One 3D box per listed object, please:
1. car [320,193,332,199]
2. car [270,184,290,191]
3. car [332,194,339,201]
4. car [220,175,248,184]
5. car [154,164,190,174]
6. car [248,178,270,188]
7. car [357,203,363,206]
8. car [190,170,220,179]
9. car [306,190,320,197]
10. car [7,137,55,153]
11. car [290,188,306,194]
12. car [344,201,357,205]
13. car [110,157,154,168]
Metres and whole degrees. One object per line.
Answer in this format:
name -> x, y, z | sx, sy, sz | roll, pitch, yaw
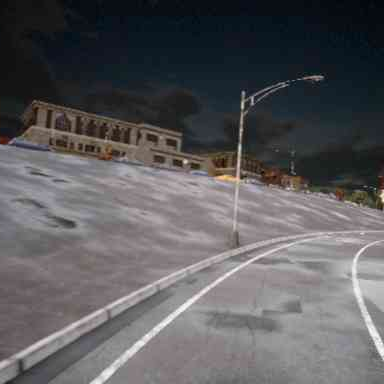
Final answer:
car -> 26.319, 0.953, 68.907 | 4.553, 1.767, 2.185 | 8, -6, -44
car -> 14.194, -0.594, 57.713 | 4.792, 1.488, 2.163 | 8, -5, -40
car -> 30.271, 1.439, 72.862 | 2.435, 2.045, 5.566 | 0, -6, 45
car -> 5.581, -1.761, 50.567 | 5.008, 1.535, 2.097 | 7, -5, -38
car -> -3.220, -2.872, 43.901 | 4.892, 1.521, 2.231 | 7, -5, -35
car -> 9.862, -1.328, 54.034 | 4.553, 1.767, 2.185 | 7, -5, -39
car -> 41.359, 3.666, 85.001 | 2.002, 1.452, 4.674 | 1, -7, 41
car -> 1.214, -2.280, 47.184 | 4.674, 1.452, 2.002 | 7, -5, -36
car -> 22.277, 0.487, 65.006 | 4.892, 1.521, 2.231 | 8, -5, -42
car -> -16.571, -4.555, 34.419 | 4.553, 1.767, 2.185 | 7, -5, -35
car -> 18.309, -0.025, 61.347 | 4.674, 1.452, 2.002 | 8, -5, -41
car -> 37.726, 2.998, 80.869 | 2.002, 1.452, 4.674 | 1, -6, 42
car -> -7.696, -3.402, 40.715 | 4.892, 1.521, 2.231 | 7, -5, -35
